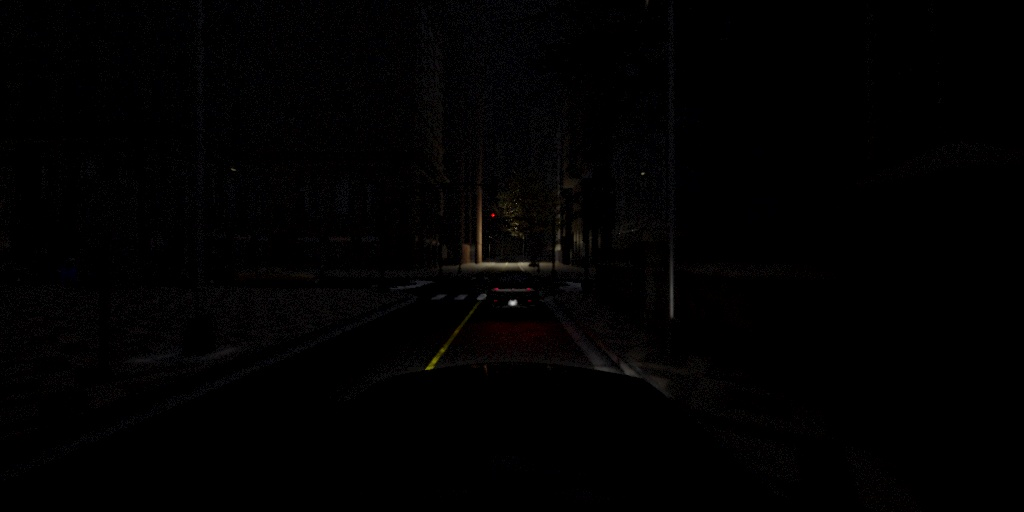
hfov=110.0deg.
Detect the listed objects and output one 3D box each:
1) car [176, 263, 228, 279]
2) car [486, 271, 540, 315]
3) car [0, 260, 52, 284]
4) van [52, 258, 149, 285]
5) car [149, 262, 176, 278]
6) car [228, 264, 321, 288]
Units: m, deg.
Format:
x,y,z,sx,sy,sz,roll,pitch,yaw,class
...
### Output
x,y,z,sx,sy,sz,roll,pitch,yaw,class
-26.302,1.277,31.587,4.313,1.339,1.948,0,0,0,car
0.044,1.329,13.977,2.128,1.511,4.902,0,0,0,car
-31.963,1.131,23.096,4.403,1.370,2.007,0,0,0,car
-26.345,0.992,23.061,3.998,1.789,1.690,0,0,0,van
-31.919,1.186,31.621,4.507,1.381,1.888,0,0,0,car
-14.934,1.297,22.991,4.829,1.417,1.751,0,0,0,car
